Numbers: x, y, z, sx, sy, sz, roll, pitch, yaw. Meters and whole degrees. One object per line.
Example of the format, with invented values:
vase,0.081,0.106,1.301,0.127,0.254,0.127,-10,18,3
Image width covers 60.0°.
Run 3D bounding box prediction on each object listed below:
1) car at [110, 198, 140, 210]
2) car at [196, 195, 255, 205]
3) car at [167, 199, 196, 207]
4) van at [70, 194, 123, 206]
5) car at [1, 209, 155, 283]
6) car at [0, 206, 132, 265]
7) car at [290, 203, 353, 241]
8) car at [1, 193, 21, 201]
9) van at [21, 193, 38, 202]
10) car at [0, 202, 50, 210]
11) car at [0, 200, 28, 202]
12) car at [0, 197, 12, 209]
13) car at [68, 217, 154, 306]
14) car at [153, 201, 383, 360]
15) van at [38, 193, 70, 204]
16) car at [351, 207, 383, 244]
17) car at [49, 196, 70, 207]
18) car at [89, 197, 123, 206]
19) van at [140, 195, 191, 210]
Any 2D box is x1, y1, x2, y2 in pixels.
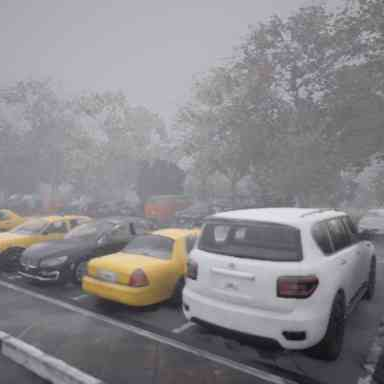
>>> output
car,-3.809,1.453,26.930,2.163,1.488,4.792,0,0,36
car,3.026,1.233,21.984,2.435,2.045,5.566,1,0,36
car,0.747,1.491,23.563,2.163,1.488,4.792,1,0,36
van,-8.257,1.182,29.978,1.878,1.987,4.442,0,0,36
car,-2.432,1.515,9.762,2.231,1.521,4.892,1,0,36
car,-4.793,1.488,11.233,1.946,1.575,5.366,1,0,36
car,7.387,1.528,18.565,1.946,1.575,5.366,1,0,36
car,-17.200,1.158,36.547,2.435,2.045,5.566,0,0,36
van,-15.008,1.182,34.852,1.878,1.987,4.442,0,0,36
car,-9.389,1.443,14.558,1.946,1.575,5.366,1,0,36
car,-11.321,1.427,16.414,1.946,1.575,5.366,0,0,36
car,-26.262,1.454,43.140,2.002,1.452,4.674,0,0,36
car,-0.077,1.534,8.279,1.946,1.575,5.366,1,0,36
car,2.082,1.309,6.524,2.435,2.045,5.566,1,0,36
van,-12.627,1.181,33.417,1.878,1.987,4.442,0,0,36
car,9.738,1.594,17.090,2.002,1.452,4.674,1,0,36
car,-10.448,1.406,31.703,2.097,1.535,5.008,0,0,36
car,-5.947,1.442,28.477,2.163,1.488,4.792,0,0,36
van,-1.511,1.214,25.375,1.878,1.987,4.442,0,0,36
